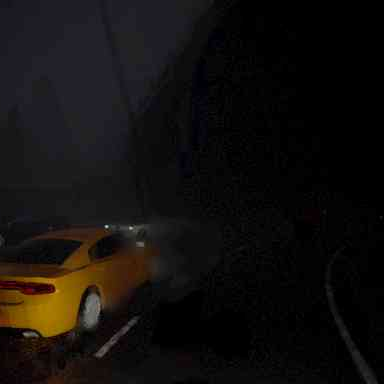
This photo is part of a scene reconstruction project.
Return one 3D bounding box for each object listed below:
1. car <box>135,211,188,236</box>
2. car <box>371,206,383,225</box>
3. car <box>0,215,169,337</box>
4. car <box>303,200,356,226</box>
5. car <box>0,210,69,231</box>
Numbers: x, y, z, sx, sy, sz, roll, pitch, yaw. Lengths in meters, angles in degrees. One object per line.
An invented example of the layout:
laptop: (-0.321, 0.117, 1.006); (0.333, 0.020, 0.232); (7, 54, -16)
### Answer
car: (-2.168, 1.661, 16.602); (1.895, 1.301, 4.718); (0, 0, 31)
car: (14.834, 1.580, 23.638); (5.008, 1.535, 1.882); (0, -1, -31)
car: (-2.194, 1.502, 6.947); (1.882, 1.535, 5.008); (0, 0, 13)
car: (10.301, 1.455, 24.772); (4.553, 1.767, 2.097); (0, 0, -37)
car: (-7.280, 1.537, 13.810); (2.128, 1.511, 4.902); (0, 0, 24)
